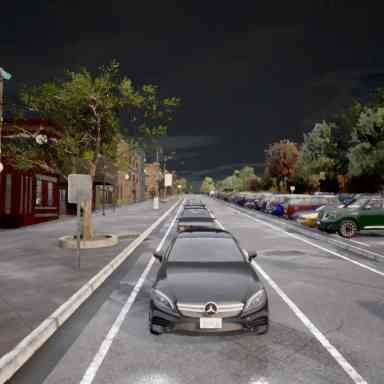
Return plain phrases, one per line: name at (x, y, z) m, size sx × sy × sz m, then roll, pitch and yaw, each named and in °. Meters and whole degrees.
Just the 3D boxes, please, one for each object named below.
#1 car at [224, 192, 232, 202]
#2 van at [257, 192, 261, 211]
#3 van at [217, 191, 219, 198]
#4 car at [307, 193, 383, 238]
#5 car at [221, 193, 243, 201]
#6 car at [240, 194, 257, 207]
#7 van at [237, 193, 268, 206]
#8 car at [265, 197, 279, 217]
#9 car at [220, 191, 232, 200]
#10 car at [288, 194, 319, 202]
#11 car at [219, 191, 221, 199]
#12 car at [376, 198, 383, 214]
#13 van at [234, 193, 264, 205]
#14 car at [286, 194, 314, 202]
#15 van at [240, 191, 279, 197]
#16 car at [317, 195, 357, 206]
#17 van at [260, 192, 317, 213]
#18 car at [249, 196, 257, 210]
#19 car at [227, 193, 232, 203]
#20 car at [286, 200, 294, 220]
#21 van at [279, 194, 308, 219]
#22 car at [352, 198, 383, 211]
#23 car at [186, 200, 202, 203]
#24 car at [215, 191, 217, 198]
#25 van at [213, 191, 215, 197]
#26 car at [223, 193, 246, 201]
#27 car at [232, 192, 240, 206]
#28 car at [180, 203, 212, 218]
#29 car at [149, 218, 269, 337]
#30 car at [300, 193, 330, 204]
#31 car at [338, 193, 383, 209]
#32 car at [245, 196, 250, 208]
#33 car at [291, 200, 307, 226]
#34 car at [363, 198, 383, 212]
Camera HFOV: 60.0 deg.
car at (8.952, 1.280, 61.925) m, size 4.674 × 1.452 × 2.002 m, roll 0°, pitch 1°, yaw 0°
van at (9.273, 1.222, 33.886) m, size 4.442 × 1.987 × 1.878 m, roll 0°, pitch 0°, yaw 0°
van at (8.717, 0.864, 78.740) m, size 4.442 × 1.987 × 1.878 m, roll 0°, pitch 1°, yaw 0°
car at (9.250, 1.221, 17.064) m, size 5.566 × 2.045 × 2.435 m, roll 0°, pitch 0°, yaw 0°
car at (8.842, 1.014, 73.136) m, size 4.553 × 1.767 × 2.185 m, roll 0°, pitch 1°, yaw 0°
car at (9.102, 1.409, 42.300) m, size 4.892 × 1.521 × 2.231 m, roll 0°, pitch 0°, yaw 0°
van at (9.152, 1.114, 50.711) m, size 4.442 × 1.987 × 1.878 m, roll 0°, pitch 1°, yaw 0°
car at (9.192, 1.460, 28.277) m, size 5.008 × 1.535 × 2.097 m, roll 0°, pitch 0°, yaw 0°
car at (8.906, 0.963, 64.725) m, size 5.566 × 2.045 × 2.435 m, roll 0°, pitch 1°, yaw 0°
car at (21.826, 1.209, 65.219) m, size 5.366 × 1.575 × 1.946 m, roll 0°, pitch 0°, yaw 0°
car at (8.886, 0.938, 67.528) m, size 5.566 × 2.045 × 2.435 m, roll 0°, pitch 1°, yaw 0°
car at (22.415, 1.444, 34.686) m, size 5.366 × 1.575 × 1.946 m, roll 0°, pitch 0°, yaw 0°
van at (9.132, 1.089, 53.514) m, size 4.442 × 1.987 × 1.878 m, roll 0°, pitch 1°, yaw 0°
car at (21.996, 1.188, 67.997) m, size 4.892 × 1.521 × 2.231 m, roll 0°, pitch 1°, yaw 0°
van at (9.192, 1.163, 45.106) m, size 4.442 × 1.987 × 1.878 m, roll 0°, pitch 0°, yaw 0°
car at (22.297, 1.332, 51.343) m, size 5.366 × 1.575 × 1.946 m, roll 0°, pitch 1°, yaw 0°
van at (9.060, 1.230, 31.083) m, size 4.442 × 1.987 × 1.878 m, roll 0°, pitch 0°, yaw 0°
car at (9.166, 1.470, 36.689) m, size 4.792 × 1.488 × 2.163 m, roll 0°, pitch 0°, yaw 0°
car at (8.988, 1.291, 56.318) m, size 4.892 × 1.521 × 2.231 m, roll 0°, pitch 1°, yaw 0°
car at (9.240, 1.506, 22.671) m, size 4.674 × 1.452 × 2.002 m, roll 0°, pitch 0°, yaw 0°
van at (9.334, 1.237, 25.474) m, size 4.442 × 1.987 × 1.878 m, roll 0°, pitch 0°, yaw 0°
car at (22.219, 1.452, 40.240) m, size 4.792 × 1.488 × 2.163 m, roll 0°, pitch 0°, yaw 0°
car at (0.216, 1.442, 29.884) m, size 2.128 × 1.511 × 4.902 m, roll 0°, pitch 0°, yaw 0°
car at (8.808, 1.065, 81.546) m, size 5.008 × 1.535 × 2.097 m, roll 0°, pitch 1°, yaw 0°
van at (8.636, 0.764, 89.953) m, size 4.442 × 1.987 × 1.878 m, roll 0°, pitch 1°, yaw 0°
car at (8.863, 1.039, 70.332) m, size 4.553 × 1.767 × 2.185 m, roll 0°, pitch 1°, yaw 0°
car at (9.027, 1.113, 47.906) m, size 5.566 × 2.045 × 2.435 m, roll 0°, pitch 1°, yaw 0°
car at (0.191, 1.532, 17.436) m, size 2.033 × 1.411 × 5.357 m, roll 0°, pitch 0°, yaw 0°
car at (0.252, 1.524, 6.857) m, size 1.812 × 1.442 × 4.674 m, roll 0°, pitch 0°, yaw 0°
car at (22.082, 1.136, 59.669) m, size 4.553 × 1.767 × 2.185 m, roll 0°, pitch 1°, yaw 0°
car at (22.142, 1.153, 43.012) m, size 5.566 × 2.045 × 2.435 m, roll 0°, pitch 0°, yaw 0°
car at (9.113, 1.466, 39.497) m, size 4.674 × 1.452 × 2.002 m, roll 0°, pitch 0°, yaw 0°
car at (9.072, 1.466, 19.866) m, size 5.366 × 1.575 × 1.946 m, roll 0°, pitch 0°, yaw 0°
car at (22.181, 1.469, 37.456) m, size 4.792 × 1.488 × 2.163 m, roll 0°, pitch 0°, yaw 0°
